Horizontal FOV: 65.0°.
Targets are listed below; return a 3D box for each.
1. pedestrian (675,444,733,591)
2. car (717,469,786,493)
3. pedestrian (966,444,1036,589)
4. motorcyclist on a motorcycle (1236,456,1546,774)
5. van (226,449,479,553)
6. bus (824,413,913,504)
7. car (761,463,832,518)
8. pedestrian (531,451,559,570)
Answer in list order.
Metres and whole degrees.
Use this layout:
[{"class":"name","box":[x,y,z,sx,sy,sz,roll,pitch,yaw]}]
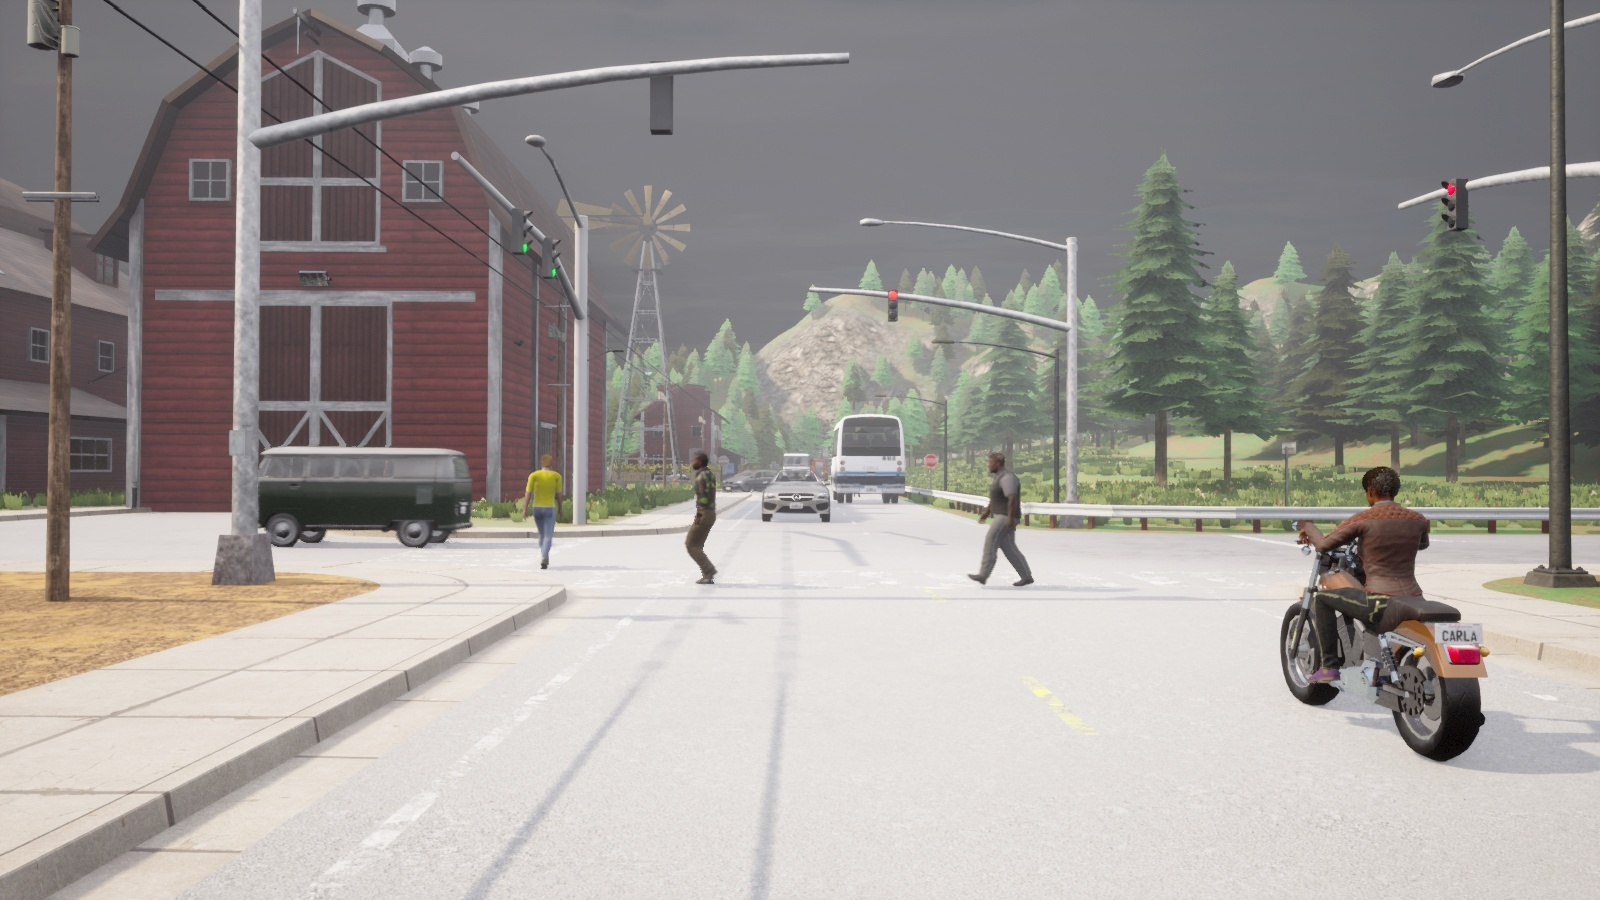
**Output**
[{"class":"pedestrian","box":[-1.284,0.890,16.795,0.692,1.930,0.395,0,-1,10]},{"class":"car","box":[-3.450,2.174,89.620,4.611,1.667,2.242,1,-1,-44]},{"class":"pedestrian","box":[2.654,0.874,16.653,0.849,1.883,0.563,0,-1,3]},{"class":"motorcyclist on a motorcycle","box":[3.478,0.880,7.705,0.766,1.649,2.350,0,-1,0]},{"class":"van","box":[-8.882,0.998,25.173,4.442,1.987,1.775,0,-1,-1]},{"class":"bus","box":[3.322,0.501,64.238,3.944,4.253,10.273,0,-1,0]},{"class":"car","box":[-0.109,1.268,40.278,2.152,1.651,5.027,0,-1,0]},{"class":"pedestrian","box":[-4.008,0.937,19.781,0.354,1.836,0.706,0,-1,-5]}]
